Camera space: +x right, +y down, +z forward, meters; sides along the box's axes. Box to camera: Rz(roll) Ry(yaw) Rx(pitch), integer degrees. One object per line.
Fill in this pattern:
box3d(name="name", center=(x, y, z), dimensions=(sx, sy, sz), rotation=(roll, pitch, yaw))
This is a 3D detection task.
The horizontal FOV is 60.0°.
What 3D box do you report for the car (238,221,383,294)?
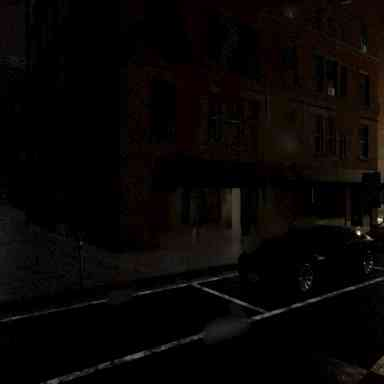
box3d(name="car", center=(3.165, 1.566, 8.801), dimensions=(4.313, 1.339, 1.947), rotation=(0, 0, -36))
